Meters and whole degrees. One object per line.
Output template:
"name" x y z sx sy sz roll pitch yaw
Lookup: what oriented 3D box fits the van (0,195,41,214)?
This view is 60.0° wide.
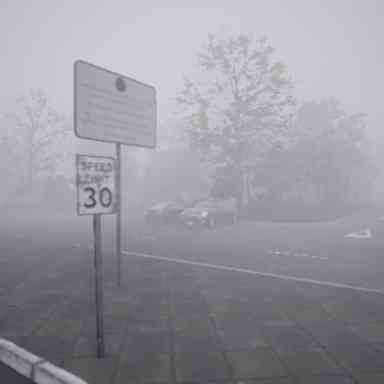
"van" -18.526 1.323 35.430 1.878 1.987 4.442 -1 -1 35

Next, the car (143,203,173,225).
"car" -1.450 1.470 23.558 2.002 1.452 4.674 0 0 35

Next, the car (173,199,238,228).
"car" 1.172 1.306 21.775 2.185 1.767 4.553 0 0 35
